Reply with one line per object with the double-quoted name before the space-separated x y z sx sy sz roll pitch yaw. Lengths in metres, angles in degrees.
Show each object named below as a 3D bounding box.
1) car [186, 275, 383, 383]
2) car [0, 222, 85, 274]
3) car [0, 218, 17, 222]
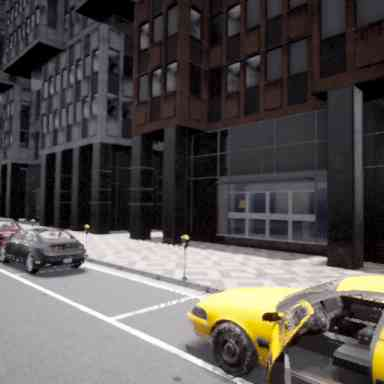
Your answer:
"car" 2.252 1.674 3.964 5.366 1.575 1.801 -1 -3 44
"car" -5.484 1.968 12.018 4.403 1.369 2.008 -1 -4 44
"car" -9.509 1.949 15.917 4.097 1.590 1.967 -1 -4 44
